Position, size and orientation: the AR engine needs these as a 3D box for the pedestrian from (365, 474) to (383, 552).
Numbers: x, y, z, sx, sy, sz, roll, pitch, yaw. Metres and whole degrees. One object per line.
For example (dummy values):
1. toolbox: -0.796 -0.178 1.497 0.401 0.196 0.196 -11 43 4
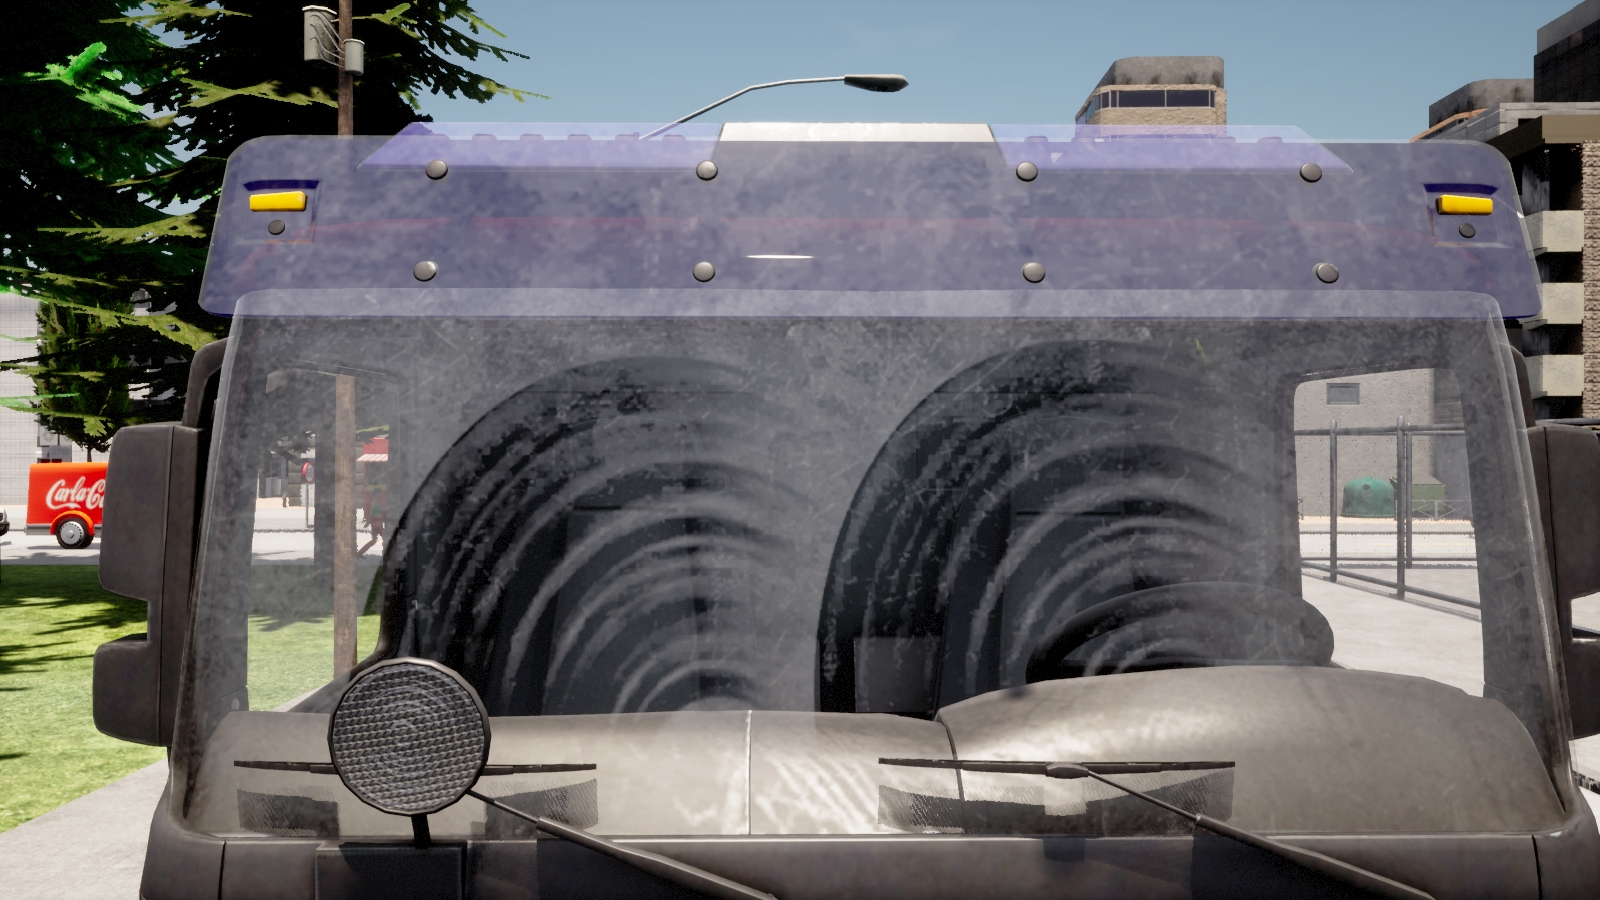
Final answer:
1. pedestrian: -10.324 1.523 27.684 0.375 1.860 0.375 0 0 -17

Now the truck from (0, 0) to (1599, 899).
1. truck: 0.092 0.670 5.580 2.891 3.827 8.468 0 0 -1

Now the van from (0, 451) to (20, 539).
1. van: -26.239 1.314 33.169 5.915 2.561 1.988 0 0 2

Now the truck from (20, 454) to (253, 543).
1. truck: -19.012 1.348 32.943 5.204 2.467 2.627 0 0 1

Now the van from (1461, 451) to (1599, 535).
1. van: 24.242 1.314 35.747 5.915 2.561 1.988 0 0 1
